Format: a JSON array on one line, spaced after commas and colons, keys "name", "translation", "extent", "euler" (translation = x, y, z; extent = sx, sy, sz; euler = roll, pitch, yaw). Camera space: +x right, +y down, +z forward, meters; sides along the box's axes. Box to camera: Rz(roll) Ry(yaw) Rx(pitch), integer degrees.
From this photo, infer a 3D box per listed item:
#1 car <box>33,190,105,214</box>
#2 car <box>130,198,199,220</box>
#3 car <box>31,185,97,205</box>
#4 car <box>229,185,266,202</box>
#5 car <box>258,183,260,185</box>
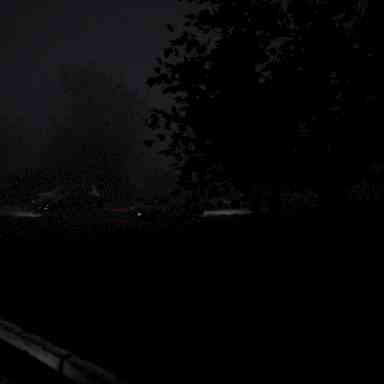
[{"name": "car", "translation": [-9.134, 0.817, 25.551], "extent": [4.892, 1.490, 1.837], "euler": [-1, 3, -41]}, {"name": "car", "translation": [-1.687, 1.084, 22.715], "extent": [4.718, 1.301, 1.895], "euler": [-1, 3, -39]}, {"name": "car", "translation": [-10.775, 0.413, 28.780], "extent": [5.566, 2.045, 2.150], "euler": [-1, 2, -41]}, {"name": "car", "translation": [6.645, 0.301, 37.278], "extent": [4.674, 1.442, 1.812], "euler": [-3, 3, -31]}, {"name": "car", "translation": [7.338, -0.243, 41.798], "extent": [5.566, 2.045, 2.150], "euler": [-3, 3, -30]}]
